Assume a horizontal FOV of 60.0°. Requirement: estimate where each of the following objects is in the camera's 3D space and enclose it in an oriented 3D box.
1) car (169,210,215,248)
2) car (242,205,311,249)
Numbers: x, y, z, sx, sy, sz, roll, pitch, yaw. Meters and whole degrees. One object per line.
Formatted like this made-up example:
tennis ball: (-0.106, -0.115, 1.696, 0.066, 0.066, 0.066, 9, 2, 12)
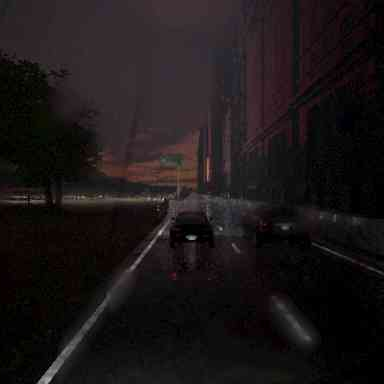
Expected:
car: (0.001, 1.530, 14.651, 1.812, 1.442, 4.674, 0, 0, 0)
car: (3.500, 1.362, 14.620, 2.097, 1.767, 4.553, 0, 0, 0)
